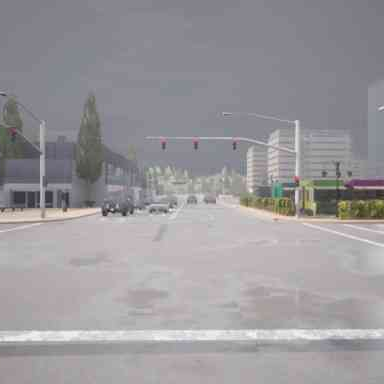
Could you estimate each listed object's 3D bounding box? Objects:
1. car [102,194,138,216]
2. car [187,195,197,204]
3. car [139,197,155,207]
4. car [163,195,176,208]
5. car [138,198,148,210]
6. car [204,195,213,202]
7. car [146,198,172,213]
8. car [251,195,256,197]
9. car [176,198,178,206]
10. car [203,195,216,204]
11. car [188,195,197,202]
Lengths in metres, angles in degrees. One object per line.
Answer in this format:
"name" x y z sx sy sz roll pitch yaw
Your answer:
"car" -7.089 1.221 32.408 2.150 2.045 5.566 0 0 1
"car" 0.047 1.491 63.620 2.128 1.511 4.902 0 0 0
"car" -7.051 1.563 52.253 1.994 1.385 4.181 0 0 0
"car" -3.564 1.504 46.061 1.837 1.490 4.892 0 0 0
"car" -7.068 1.491 42.296 2.128 1.511 4.902 0 0 0
"car" 3.555 1.396 73.893 1.812 1.442 4.674 0 0 0
"car" -3.573 1.600 36.747 1.895 1.301 4.718 0 0 0
"car" 17.833 1.152 86.775 4.605 1.855 1.932 0 0 -1
"car" -3.542 1.351 55.925 2.097 1.767 4.553 0 0 0
"car" 3.547 1.491 63.618 2.128 1.511 4.902 0 0 0
"car" 0.055 1.372 73.894 1.837 1.490 4.892 0 0 0
